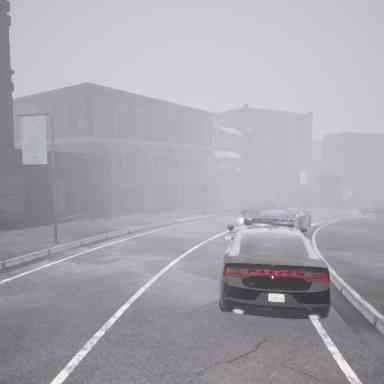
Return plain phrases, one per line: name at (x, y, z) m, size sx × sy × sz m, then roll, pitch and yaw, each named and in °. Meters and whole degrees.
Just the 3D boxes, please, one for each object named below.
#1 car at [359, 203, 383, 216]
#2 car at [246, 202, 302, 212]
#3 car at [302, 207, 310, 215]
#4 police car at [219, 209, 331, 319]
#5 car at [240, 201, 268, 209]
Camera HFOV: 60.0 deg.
car at (22.471, 2.106, 40.391) m, size 5.357 × 1.411 × 2.033 m, roll 2°, pitch 3°, yaw -32°
car at (4.255, 1.521, 16.688) m, size 1.882 × 1.535 × 5.008 m, roll 2°, pitch 0°, yaw 21°
car at (6.614, 1.613, 21.857) m, size 1.812 × 1.442 × 4.674 m, roll 2°, pitch 1°, yaw 28°
police car at (1.744, 1.433, 7.673) m, size 1.930 × 1.638 × 5.238 m, roll 1°, pitch 0°, yaw 10°
car at (6.130, 1.501, 29.728) m, size 2.033 × 1.411 × 5.357 m, roll 3°, pitch 1°, yaw 35°
